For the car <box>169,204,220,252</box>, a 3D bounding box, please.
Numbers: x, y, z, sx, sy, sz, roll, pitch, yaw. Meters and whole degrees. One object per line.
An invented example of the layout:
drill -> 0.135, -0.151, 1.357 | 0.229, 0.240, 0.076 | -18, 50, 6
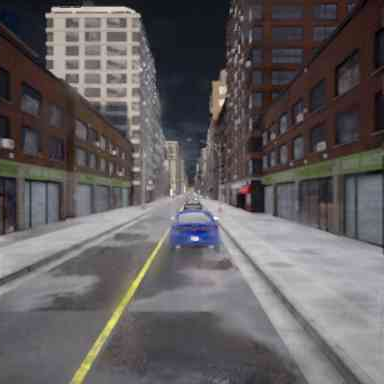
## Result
car -> 0.099, 1.487, 14.066 | 1.882, 1.535, 5.008 | 0, 0, 0

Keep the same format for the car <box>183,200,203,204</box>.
car -> 0.100, 1.523, 33.771 | 2.128, 1.511, 4.902 | 0, 0, 0
